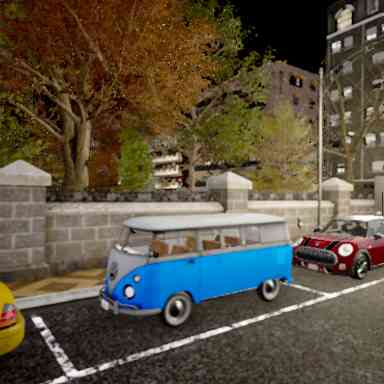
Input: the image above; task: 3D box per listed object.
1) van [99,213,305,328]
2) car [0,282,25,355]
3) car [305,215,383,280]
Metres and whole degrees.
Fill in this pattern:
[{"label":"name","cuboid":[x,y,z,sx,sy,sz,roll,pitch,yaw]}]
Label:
[{"label":"van","cuboid":[0.273,1.355,6.736,3.998,1.788,1.690,0,1,-35]},{"label":"car","cuboid":[-4.440,1.519,3.384,4.829,1.417,1.752,0,1,-35]},{"label":"car","cuboid":[4.845,1.472,9.992,4.097,1.590,1.967,0,1,-35]}]
